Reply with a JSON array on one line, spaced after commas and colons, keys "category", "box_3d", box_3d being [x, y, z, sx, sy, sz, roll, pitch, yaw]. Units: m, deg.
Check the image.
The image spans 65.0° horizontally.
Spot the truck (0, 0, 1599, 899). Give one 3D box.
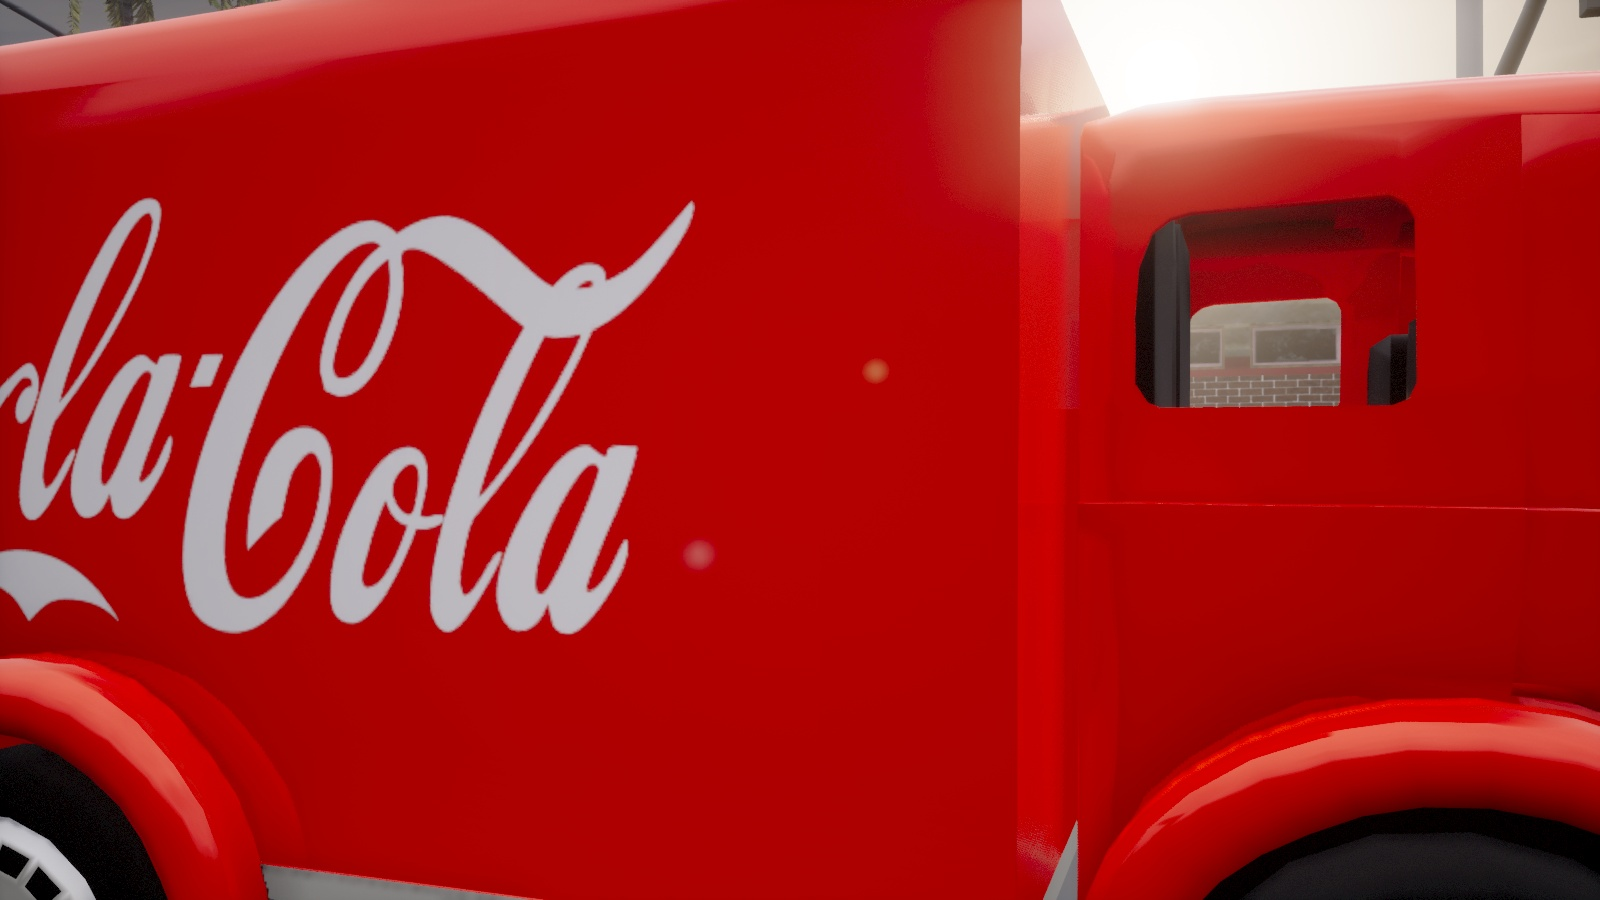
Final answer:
[{"category": "truck", "box_3d": [-0.068, 0.283, 3.233, 5.204, 2.467, 2.627, 1, 1, 20]}]
